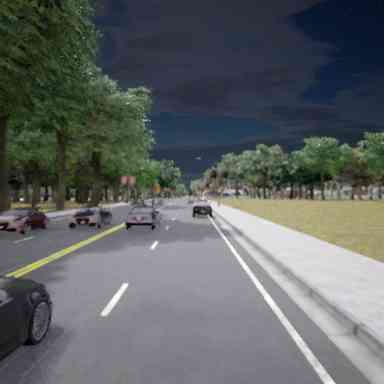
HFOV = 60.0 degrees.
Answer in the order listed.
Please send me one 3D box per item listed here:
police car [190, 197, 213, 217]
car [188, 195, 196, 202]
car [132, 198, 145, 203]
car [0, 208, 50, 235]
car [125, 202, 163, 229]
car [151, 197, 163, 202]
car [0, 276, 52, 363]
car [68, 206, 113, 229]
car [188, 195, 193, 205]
[{"bbox_3d":[0.979,1.552,32.474,1.930,1.638,5.238,0,0,0],"label":"police car"},{"bbox_3d":[0.012,1.651,87.282,2.097,1.767,4.553,0,0,0],"label":"car"},{"bbox_3d":[-9.778,1.832,60.848,1.994,1.385,4.181,0,0,1],"label":"car"},{"bbox_3d":[-9.845,1.635,19.128,1.994,1.385,4.181,0,0,0],"label":"car"},{"bbox_3d":[-3.147,1.631,22.198,2.033,1.411,5.357,0,0,0],"label":"car"},{"bbox_3d":[-6.521,1.773,62.550,2.128,1.511,4.902,0,0,1],"label":"car"},{"bbox_3d":[-3.149,1.538,3.422,1.812,1.442,4.674,0,0,0],"label":"car"},{"bbox_3d":[-6.595,1.647,22.043,1.994,1.385,4.181,0,0,0],"label":"car"},{"bbox_3d":[0.009,1.863,67.502,2.033,1.411,5.357,0,0,0],"label":"car"}]
